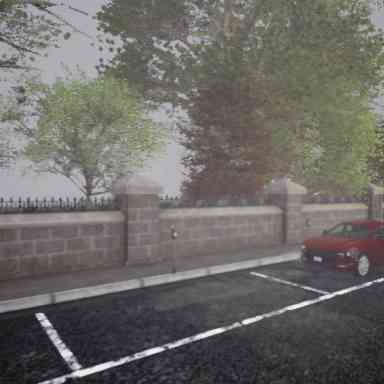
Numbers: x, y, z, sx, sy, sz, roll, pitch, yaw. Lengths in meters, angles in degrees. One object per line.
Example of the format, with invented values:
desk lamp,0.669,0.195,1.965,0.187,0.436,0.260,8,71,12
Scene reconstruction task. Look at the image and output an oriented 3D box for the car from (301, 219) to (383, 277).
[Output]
car,5.230,1.568,10.283,4.507,1.381,1.887,0,0,-35
